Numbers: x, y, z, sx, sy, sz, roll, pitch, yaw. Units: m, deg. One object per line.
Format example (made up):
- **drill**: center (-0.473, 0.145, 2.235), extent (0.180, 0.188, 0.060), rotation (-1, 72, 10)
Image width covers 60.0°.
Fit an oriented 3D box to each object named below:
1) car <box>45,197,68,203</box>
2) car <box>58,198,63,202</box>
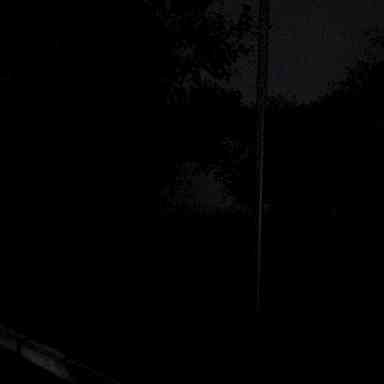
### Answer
- **car**: center (-35.898, 2.126, 88.191), extent (5.008, 1.535, 2.097), rotation (2, -3, 4)
- **car**: center (-36.106, 1.969, 85.448), extent (4.892, 1.521, 2.231), rotation (2, -3, 4)
